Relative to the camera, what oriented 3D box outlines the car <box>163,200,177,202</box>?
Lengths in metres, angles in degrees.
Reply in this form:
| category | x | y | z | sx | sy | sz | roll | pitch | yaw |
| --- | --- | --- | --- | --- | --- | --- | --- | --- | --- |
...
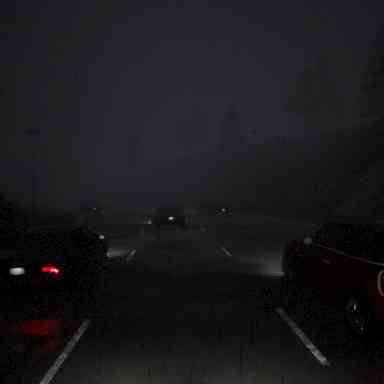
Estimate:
| category | x | y | z | sx | sy | sz | roll | pitch | yaw |
| --- | --- | --- | --- | --- | --- | --- | --- | --- | --- |
| car | -2.522 | 1.607 | 37.077 | 1.994 | 1.385 | 4.181 | 0 | 0 | -24 |

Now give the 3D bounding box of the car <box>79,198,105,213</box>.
| category | x | y | z | sx | sy | sz | roll | pitch | yaw |
| --- | --- | --- | --- | --- | --- | --- | --- | --- | --- |
| car | -12.472 | 1.671 | 40.566 | 1.837 | 1.490 | 4.892 | 1 | -1 | -30 |

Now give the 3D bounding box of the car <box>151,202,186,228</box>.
| category | x | y | z | sx | sy | sz | roll | pitch | yaw |
| --- | --- | --- | --- | --- | --- | --- | --- | --- | --- |
| car | -1.672 | 1.592 | 22.404 | 1.994 | 1.385 | 4.181 | -1 | 0 | -11 |

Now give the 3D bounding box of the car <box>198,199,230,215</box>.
| category | x | y | z | sx | sy | sz | roll | pitch | yaw |
| --- | --- | --- | --- | --- | --- | --- | --- | --- | --- |
| car | 2.225 | 1.489 | 34.603 | 1.837 | 1.490 | 4.892 | 1 | 0 | -20 |

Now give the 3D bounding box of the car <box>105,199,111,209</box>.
| category | x | y | z | sx | sy | sz | roll | pitch | yaw |
| --- | --- | --- | --- | --- | --- | --- | --- | --- | --- |
| car | -13.408 | 1.671 | 48.225 | 2.128 | 1.511 | 4.902 | 0 | 0 | -37 |

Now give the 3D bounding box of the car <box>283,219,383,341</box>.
| category | x | y | z | sx | sy | sz | roll | pitch | yaw |
| --- | --- | --- | --- | --- | --- | --- | --- | --- | --- |
| car | 3.407 | 1.313 | 6.638 | 2.097 | 1.767 | 4.553 | -1 | 0 | -2 |

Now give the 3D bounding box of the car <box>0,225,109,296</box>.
| category | x | y | z | sx | sy | sz | roll | pitch | yaw |
| --- | --- | --- | --- | --- | --- | --- | --- | --- | --- |
| car | -3.585 | 1.594 | 8.968 | 2.033 | 1.411 | 5.357 | -1 | 0 | -4 |
